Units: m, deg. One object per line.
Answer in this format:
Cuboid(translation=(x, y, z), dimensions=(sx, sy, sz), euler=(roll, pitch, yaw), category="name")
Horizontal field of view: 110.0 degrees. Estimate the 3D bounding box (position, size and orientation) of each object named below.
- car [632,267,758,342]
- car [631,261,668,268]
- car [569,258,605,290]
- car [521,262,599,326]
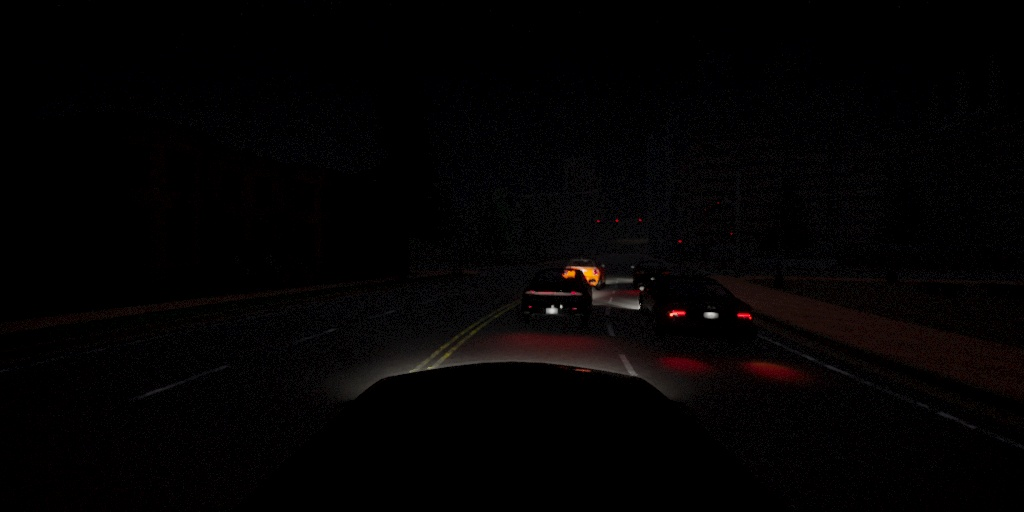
Cuboid(translation=(4.579, 1.205, 9.586), dimensions=(2.033, 1.411, 5.357), euler=(0, 1, 14), category="car")
Cuboid(translation=(7.968, 1.003, 20.700), dimensions=(1.882, 1.535, 5.008), euler=(0, 1, 18), category="car")
Cuboid(translation=(4.197, 0.872, 20.663), dimensions=(2.097, 1.767, 4.553), euler=(0, 1, 18), category="car")
Cuboid(translation=(1.558, 1.125, 11.280), dimensions=(2.128, 1.511, 4.902), euler=(0, 1, 13), category="car")
